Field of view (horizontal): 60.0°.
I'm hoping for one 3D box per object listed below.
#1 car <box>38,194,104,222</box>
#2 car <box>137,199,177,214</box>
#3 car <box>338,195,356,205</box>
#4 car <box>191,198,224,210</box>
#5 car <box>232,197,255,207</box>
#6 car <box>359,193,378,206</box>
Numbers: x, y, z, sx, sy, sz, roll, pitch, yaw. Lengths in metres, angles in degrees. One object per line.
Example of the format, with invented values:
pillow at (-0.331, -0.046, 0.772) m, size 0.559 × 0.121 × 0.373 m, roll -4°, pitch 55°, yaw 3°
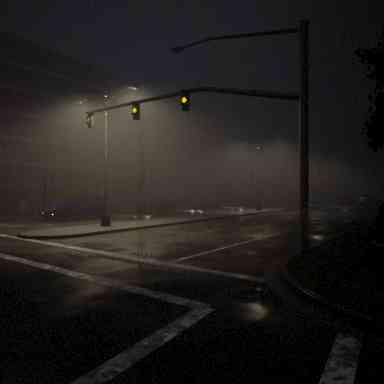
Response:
car at (-9.535, 1.222, 27.110) m, size 2.150 × 2.045 × 5.566 m, roll 0°, pitch 0°, yaw 36°
car at (-3.671, 1.478, 35.210) m, size 1.882 × 1.535 × 5.008 m, roll 0°, pitch 0°, yaw 36°
car at (26.647, 1.352, 57.155) m, size 2.097 × 1.767 × 4.553 m, roll 0°, pitch 0°, yaw 36°
car at (2.114, 1.547, 43.201) m, size 2.033 × 1.411 × 5.357 m, roll 0°, pitch 0°, yaw 36°
car at (7.979, 1.505, 51.241) m, size 1.837 × 1.490 × 4.892 m, roll 0°, pitch 0°, yaw 36°
car at (28.715, 1.221, 54.042) m, size 2.150 × 2.045 × 5.566 m, roll 0°, pitch 0°, yaw 36°
